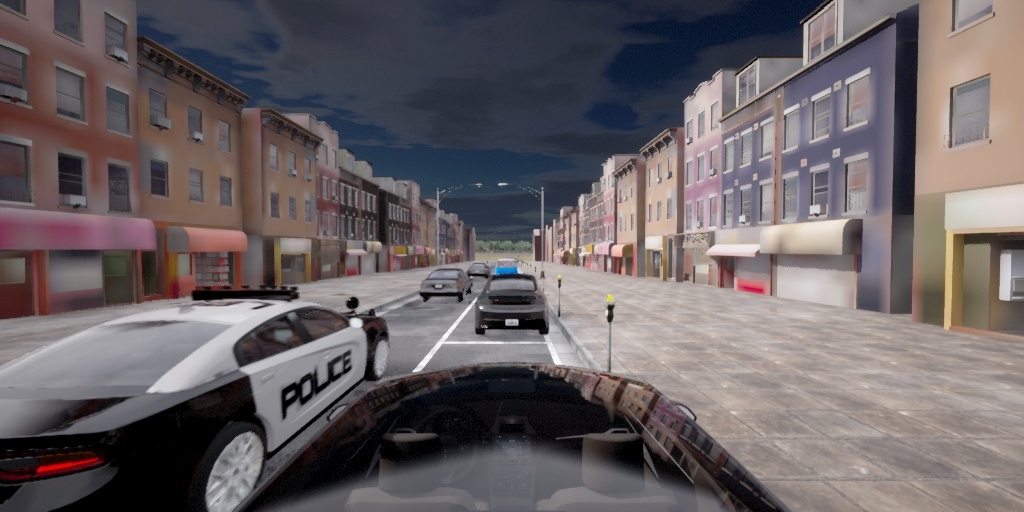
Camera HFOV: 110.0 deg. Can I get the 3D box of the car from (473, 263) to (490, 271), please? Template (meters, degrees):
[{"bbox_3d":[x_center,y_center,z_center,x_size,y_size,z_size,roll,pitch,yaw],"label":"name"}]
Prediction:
[{"bbox_3d":[-3.000,1.303,33.231,1.994,1.385,4.181,0,0,0],"label":"car"}]

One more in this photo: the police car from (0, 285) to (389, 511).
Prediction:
[{"bbox_3d":[-3.021,1.174,4.259,1.930,1.638,5.238,0,0,0],"label":"police car"}]

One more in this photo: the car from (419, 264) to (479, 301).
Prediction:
[{"bbox_3d":[-3.012,1.292,17.313,2.033,1.411,5.357,0,0,0],"label":"car"}]

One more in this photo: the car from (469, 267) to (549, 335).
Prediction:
[{"bbox_3d":[0.000,1.250,10.502,1.837,1.490,4.892,0,0,0],"label":"car"}]

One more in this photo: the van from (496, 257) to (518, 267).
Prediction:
[{"bbox_3d":[-0.383,1.081,27.392,1.690,1.789,3.998,0,0,0],"label":"van"}]
